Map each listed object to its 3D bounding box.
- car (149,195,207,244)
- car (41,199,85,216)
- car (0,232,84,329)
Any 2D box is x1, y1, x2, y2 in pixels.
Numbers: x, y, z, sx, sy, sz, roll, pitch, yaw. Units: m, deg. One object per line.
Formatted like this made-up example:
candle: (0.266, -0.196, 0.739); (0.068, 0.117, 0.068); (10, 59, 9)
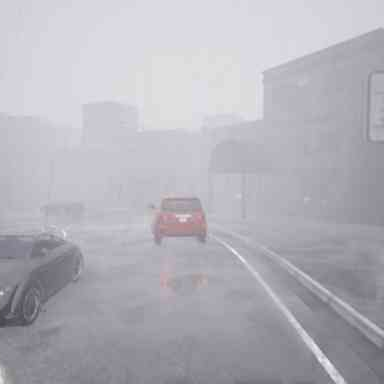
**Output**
car: (-0.777, 1.157, 15.717); (2.150, 2.045, 5.566); (0, 1, -9)
car: (-12.466, 1.427, 32.038); (5.008, 1.535, 1.882); (-1, 2, 33)
car: (-3.715, 1.552, 6.838); (1.994, 1.385, 4.181); (0, 0, -1)
